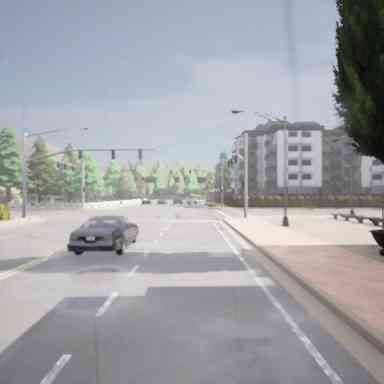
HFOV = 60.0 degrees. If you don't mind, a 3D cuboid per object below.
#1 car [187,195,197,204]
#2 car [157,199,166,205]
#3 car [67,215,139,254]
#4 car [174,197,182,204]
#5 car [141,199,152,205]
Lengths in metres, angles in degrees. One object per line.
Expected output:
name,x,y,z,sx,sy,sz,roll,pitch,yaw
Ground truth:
car,-0.002,1.850,83.965,2.150,2.045,5.566,0,-1,0
car,-7.001,2.258,76.627,2.033,1.411,5.357,0,-1,0
car,-3.499,1.679,13.989,2.033,1.411,5.357,0,-1,0
car,-3.502,1.981,83.890,2.097,1.767,4.553,0,-1,0
car,-10.501,2.313,76.591,1.895,1.301,4.718,0,-1,0
